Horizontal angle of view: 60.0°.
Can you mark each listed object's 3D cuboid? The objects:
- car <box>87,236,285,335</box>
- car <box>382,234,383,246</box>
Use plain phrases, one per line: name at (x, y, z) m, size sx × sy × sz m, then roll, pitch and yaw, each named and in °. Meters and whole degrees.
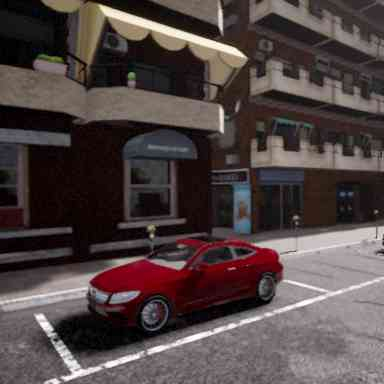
car at (0.090, 1.580, 6.635) m, size 4.206 × 1.307 × 1.802 m, roll 0°, pitch -1°, yaw -35°
car at (9.212, 1.542, 13.141) m, size 4.403 × 1.369 × 2.008 m, roll 0°, pitch -1°, yaw -35°
